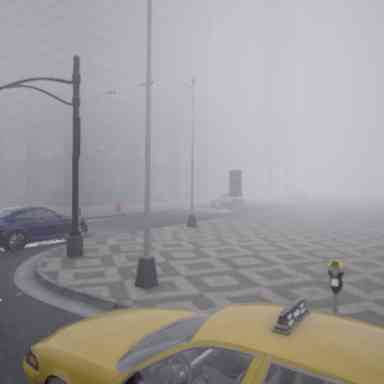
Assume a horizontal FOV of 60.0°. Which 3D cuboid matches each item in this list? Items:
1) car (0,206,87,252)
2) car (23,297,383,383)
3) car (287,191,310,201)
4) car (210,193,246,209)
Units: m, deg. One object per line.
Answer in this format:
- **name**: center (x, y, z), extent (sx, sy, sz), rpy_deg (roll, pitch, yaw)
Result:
- **car**: center (-6.058, 1.240, 12.530), extent (1.812, 1.442, 4.674), rpy_deg (0, 1, 25)
- **car**: center (0.512, 1.513, 2.603), extent (4.829, 1.417, 1.752), rpy_deg (1, 1, 36)
- **car**: center (15.735, 0.529, 48.814), extent (2.033, 1.411, 5.357), rpy_deg (1, 2, 36)
- **car**: center (3.590, 0.823, 32.074), extent (1.812, 1.442, 4.674), rpy_deg (1, 2, 35)
